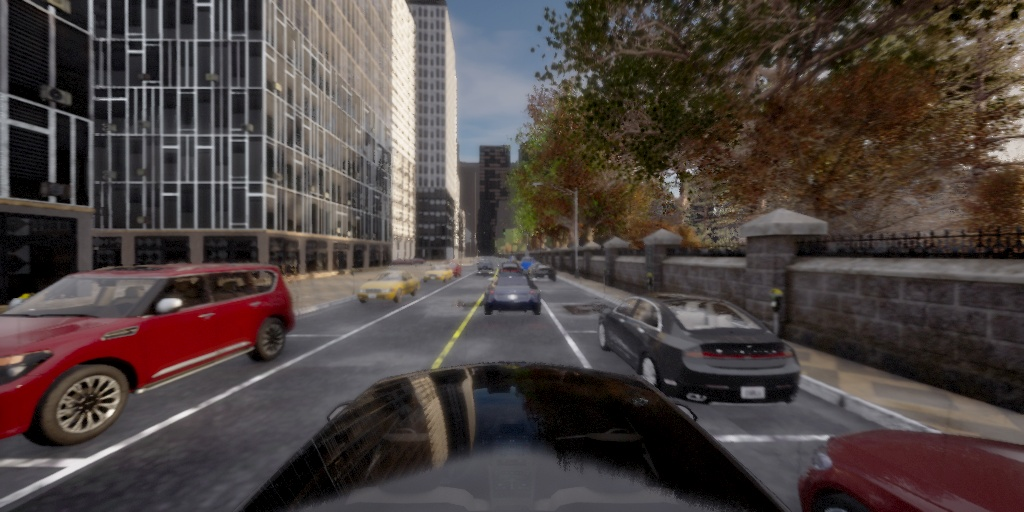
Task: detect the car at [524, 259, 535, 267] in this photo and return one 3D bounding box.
[{"bbox_3d":[2.408,1.235,34.490,1.751,1.417,4.829,0,0,-1],"label":"car"}]

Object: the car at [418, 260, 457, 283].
[{"bbox_3d":[-5.658,1.246,27.860,1.751,1.417,4.829,0,0,-1],"label":"car"}]

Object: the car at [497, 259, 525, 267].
[{"bbox_3d":[-0.145,1.225,28.855,1.837,1.490,4.892,0,1,-1],"label":"car"}]

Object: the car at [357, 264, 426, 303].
[{"bbox_3d":[-5.529,1.260,16.569,1.751,1.417,4.829,0,0,0],"label":"car"}]

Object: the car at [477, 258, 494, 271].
[{"bbox_3d":[-3.386,1.257,46.467,1.994,1.385,4.181,0,0,-1],"label":"car"}]

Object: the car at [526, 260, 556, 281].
[{"bbox_3d":[2.501,1.268,28.696,2.007,1.370,4.403,0,0,-1],"label":"car"}]

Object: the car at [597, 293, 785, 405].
[{"bbox_3d":[2.702,1.295,6.212,2.007,1.370,4.403,0,0,0],"label":"car"}]

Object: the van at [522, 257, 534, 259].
[{"bbox_3d":[2.034,1.034,45.564,1.690,1.789,3.998,0,0,-1],"label":"van"}]

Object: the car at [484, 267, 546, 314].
[{"bbox_3d":[0.021,1.300,13.625,1.994,1.385,4.181,0,0,0],"label":"car"}]

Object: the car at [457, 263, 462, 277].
[{"bbox_3d":[-5.749,1.258,33.672,1.888,1.381,4.507,0,0,-1],"label":"car"}]

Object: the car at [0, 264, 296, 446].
[{"bbox_3d":[-5.466,1.062,5.455,2.192,1.841,5.009,0,0,0],"label":"car"}]

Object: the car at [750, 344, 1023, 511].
[{"bbox_3d":[2.711,1.333,0.592,1.802,1.307,4.207,0,0,0],"label":"car"}]
